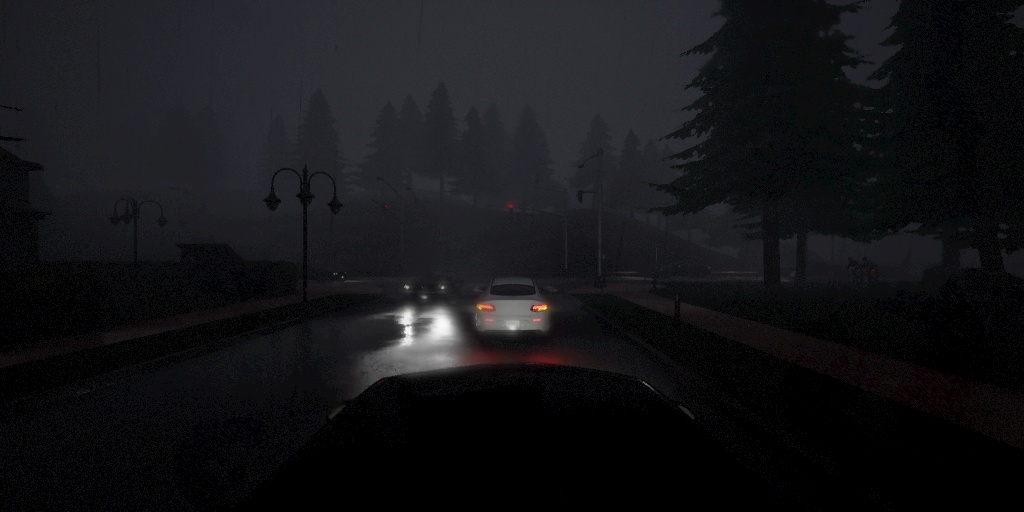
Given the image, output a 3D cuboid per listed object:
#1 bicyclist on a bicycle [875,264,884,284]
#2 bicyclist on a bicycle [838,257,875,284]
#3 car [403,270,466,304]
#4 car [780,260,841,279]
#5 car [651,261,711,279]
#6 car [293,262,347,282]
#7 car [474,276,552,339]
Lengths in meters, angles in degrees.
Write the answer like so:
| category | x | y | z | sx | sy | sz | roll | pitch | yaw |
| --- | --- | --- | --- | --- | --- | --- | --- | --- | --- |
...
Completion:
| category | x | y | z | sx | sy | sz | roll | pitch | yaw |
| --- | --- | --- | --- | --- | --- | --- | --- | --- | --- |
| bicyclist on a bicycle | 21.781 | 0.893 | 21.954 | 0.582 | 1.620 | 1.656 | 0 | 0 | -14 |
| bicyclist on a bicycle | 21.134 | 0.891 | 22.213 | 0.582 | 1.620 | 1.656 | 0 | 0 | -16 |
| car | -3.420 | 1.355 | 16.635 | 1.895 | 1.301 | 4.718 | 0 | 0 | 2 |
| car | 24.386 | 1.065 | 29.900 | 5.008 | 1.535 | 1.882 | 0 | 0 | 0 |
| car | 14.065 | 1.113 | 29.864 | 4.674 | 1.442 | 1.812 | 0 | 0 | -1 |
| car | -14.933 | 1.135 | 25.973 | 5.357 | 1.411 | 2.033 | 0 | 0 | 0 |
| car | 0.023 | 1.276 | 9.935 | 1.812 | 1.442 | 4.674 | 0 | 0 | 0 |
